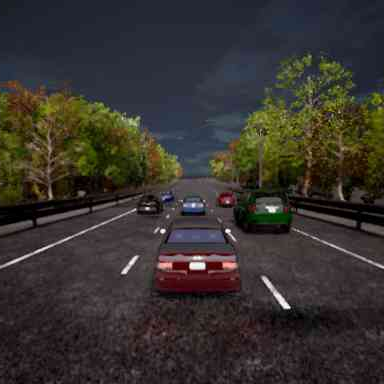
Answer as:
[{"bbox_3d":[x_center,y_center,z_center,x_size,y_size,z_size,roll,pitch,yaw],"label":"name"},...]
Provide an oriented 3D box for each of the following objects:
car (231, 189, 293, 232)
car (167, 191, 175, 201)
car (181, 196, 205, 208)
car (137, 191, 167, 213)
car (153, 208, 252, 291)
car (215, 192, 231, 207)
[{"bbox_3d":[3.595,0.875,17.573,2.150,2.045,5.566,0,1,0],"label":"car"},{"bbox_3d":[-3.432,0.527,45.522,1.994,1.385,4.181,0,2,0],"label":"car"},{"bbox_3d":[0.094,1.007,27.194,2.033,1.411,5.357,0,1,0],"label":"car"},{"bbox_3d":[-3.438,0.946,28.081,1.837,1.490,4.892,0,2,0],"label":"car"},{"bbox_3d":[0.097,1.375,8.685,2.033,1.411,5.357,0,1,0],"label":"car"},{"bbox_3d":[3.591,0.772,35.904,1.812,1.442,4.674,0,2,0],"label":"car"}]
